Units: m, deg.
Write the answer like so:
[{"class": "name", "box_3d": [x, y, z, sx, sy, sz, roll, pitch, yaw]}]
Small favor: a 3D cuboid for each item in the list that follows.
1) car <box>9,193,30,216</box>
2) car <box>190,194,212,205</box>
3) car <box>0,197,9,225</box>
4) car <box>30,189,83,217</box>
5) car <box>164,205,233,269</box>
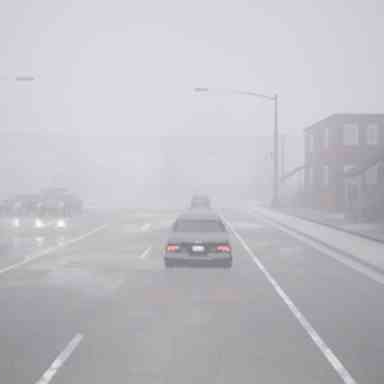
[{"class": "car", "box_3d": [-13.467, 0.919, 26.148, 2.097, 1.767, 4.553, 0, 1, 1]}, {"class": "car", "box_3d": [0.892, 0.899, 32.852, 2.128, 1.511, 4.902, 0, 1, 4]}, {"class": "car", "box_3d": [-10.316, 1.199, 14.261, 1.882, 1.535, 5.008, 0, 1, 1]}, {"class": "car", "box_3d": [-10.045, 0.871, 25.530, 2.097, 1.767, 4.553, 0, 1, 2]}, {"class": "car", "box_3d": [0.200, 1.357, 10.463, 2.033, 1.411, 5.357, 0, 1, 1]}]
